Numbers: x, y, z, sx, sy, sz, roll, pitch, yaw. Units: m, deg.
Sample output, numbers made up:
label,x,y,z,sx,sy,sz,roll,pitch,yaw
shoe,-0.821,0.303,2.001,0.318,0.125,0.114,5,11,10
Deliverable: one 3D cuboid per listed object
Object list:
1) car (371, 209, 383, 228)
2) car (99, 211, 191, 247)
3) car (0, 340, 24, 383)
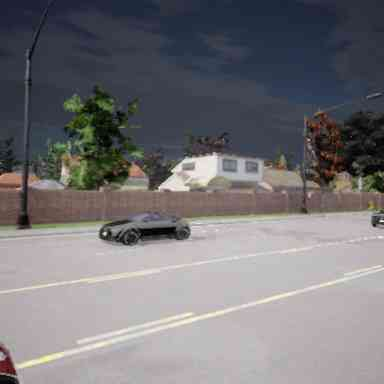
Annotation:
label,x,y,z,sx,sy,sz,roll,pitch,yaw
car,14.179,1.633,22.710,5.008,1.535,1.882,1,0,-35
car,-2.091,1.609,15.401,4.181,1.385,1.994,0,0,-36
car,-3.191,1.340,1.471,4.553,1.767,2.097,0,0,-36
